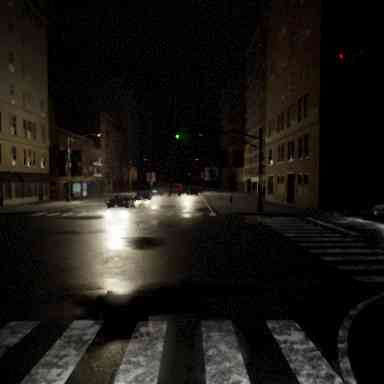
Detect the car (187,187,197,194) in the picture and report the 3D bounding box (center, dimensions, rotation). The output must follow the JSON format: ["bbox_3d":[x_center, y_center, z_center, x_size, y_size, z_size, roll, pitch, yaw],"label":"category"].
[{"bbox_3d":[0.075,-0.292,71.548,2.033,1.411,5.357,0,1,0],"label":"car"}]

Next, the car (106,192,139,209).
[{"bbox_3d":[-6.562,0.849,31.001,1.895,1.301,4.718,0,1,0],"label":"car"}]

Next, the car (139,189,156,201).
[{"bbox_3d":[-6.534,0.470,45.121,1.994,1.385,4.181,0,2,0],"label":"car"}]

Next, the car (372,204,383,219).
[{"bbox_3d":[12.992,0.924,19.317,4.674,1.442,1.812,0,2,0],"label":"car"}]

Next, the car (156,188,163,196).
[{"bbox_3d":[-6.455,0.038,62.527,2.033,1.411,5.357,0,1,1],"label":"car"}]

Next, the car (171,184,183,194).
[{"bbox_3d":[-3.175,-0.607,71.575,2.150,2.045,5.566,0,1,0],"label":"car"}]

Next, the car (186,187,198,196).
[{"bbox_3d":[0.065,0.029,61.133,1.837,1.490,4.892,0,1,0],"label":"car"}]

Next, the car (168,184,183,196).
[{"bbox_3d":[-3.185,-0.255,61.159,2.150,2.045,5.566,0,1,0],"label":"car"}]
